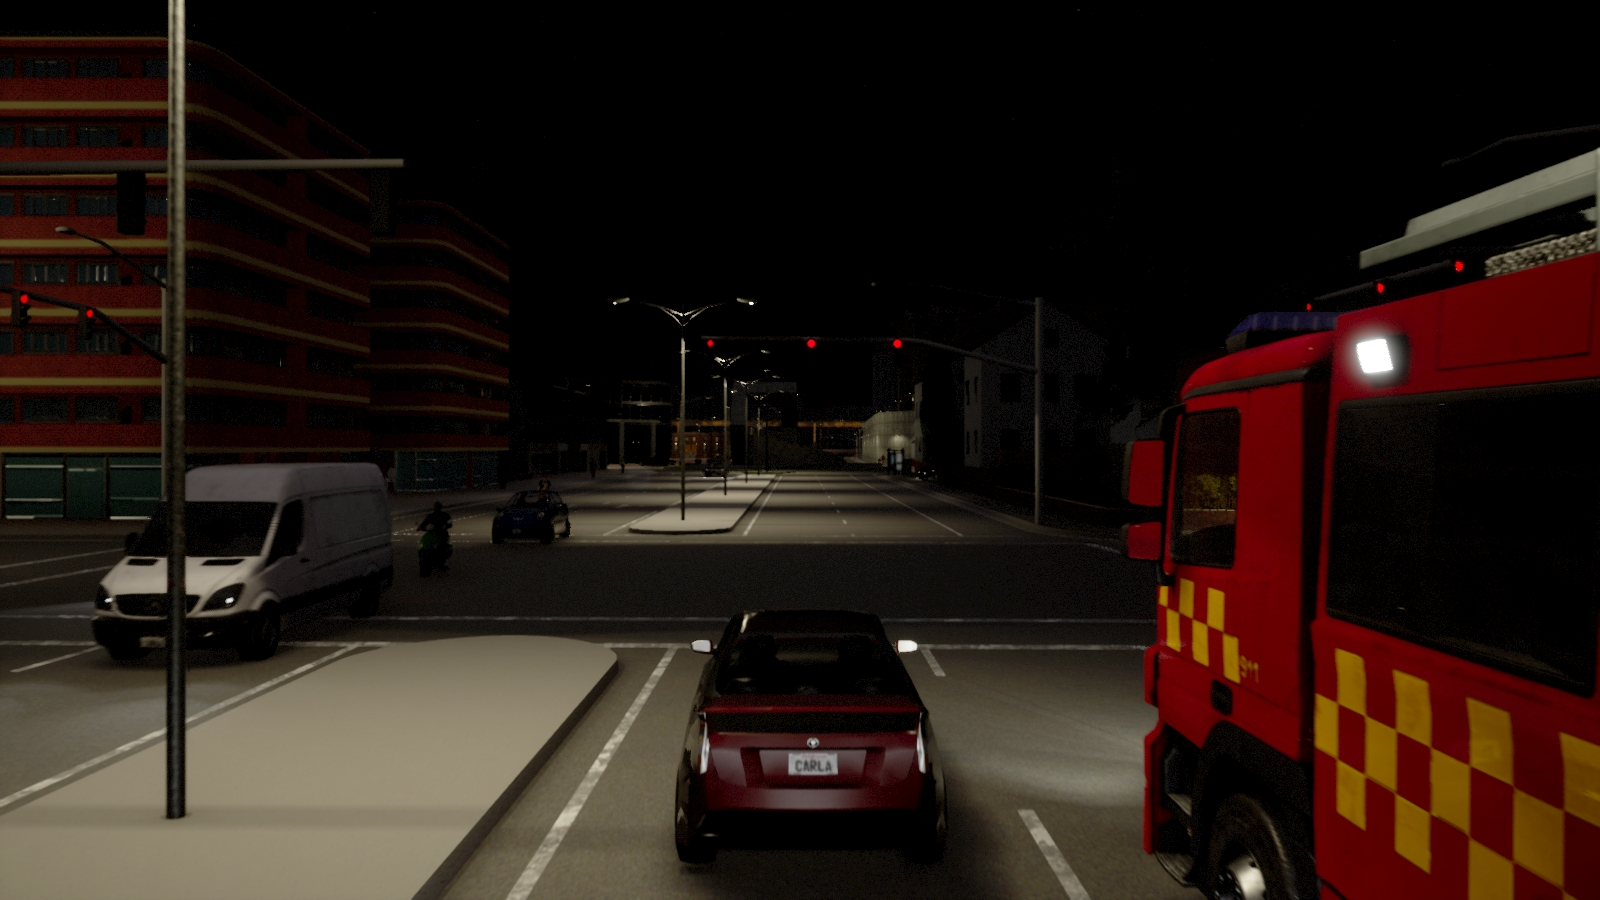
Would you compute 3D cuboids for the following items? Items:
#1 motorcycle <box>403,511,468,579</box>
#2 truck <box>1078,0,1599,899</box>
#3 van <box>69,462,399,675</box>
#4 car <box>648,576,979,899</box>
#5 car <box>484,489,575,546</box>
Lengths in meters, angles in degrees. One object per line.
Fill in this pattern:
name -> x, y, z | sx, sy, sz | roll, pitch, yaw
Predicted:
motorcycle -> -8.016, 2.077, 25.207 | 0.856, 1.341, 1.805 | 0, 0, 0
truck -> 3.239, 0.892, 3.145 | 2.891, 3.827, 8.468 | 0, 0, 0
van -> -8.026, 1.493, 17.057 | 1.988, 2.561, 5.915 | 0, 0, 0
car -> 0.053, 2.026, 9.184 | 2.007, 1.525, 4.514 | 0, 0, -1
car -> -8.036, 1.974, 34.239 | 1.845, 1.501, 3.633 | 0, 0, 0
